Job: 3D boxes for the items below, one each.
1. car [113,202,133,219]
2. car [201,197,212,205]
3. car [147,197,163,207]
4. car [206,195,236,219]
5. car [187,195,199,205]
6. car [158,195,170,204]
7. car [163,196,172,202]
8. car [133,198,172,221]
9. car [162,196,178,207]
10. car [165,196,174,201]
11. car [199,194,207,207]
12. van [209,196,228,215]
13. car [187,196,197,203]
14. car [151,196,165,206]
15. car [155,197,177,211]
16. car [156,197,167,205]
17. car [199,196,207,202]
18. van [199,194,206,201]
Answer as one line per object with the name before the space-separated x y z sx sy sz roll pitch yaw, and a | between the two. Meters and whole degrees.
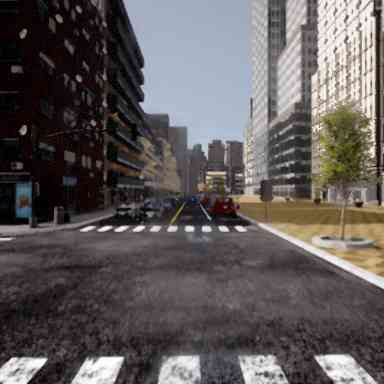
car | -5.694 1.553 29.210 2.008 1.369 4.403 0 0 0
car | 2.684 1.582 62.370 1.887 1.381 4.507 0 0 0
car | -5.696 1.567 51.315 1.887 1.381 4.507 0 0 0
car | 2.684 1.318 29.210 2.192 1.841 5.009 0 0 0
car | 0.099 1.386 59.508 2.097 1.767 4.553 0 0 0
car | -5.697 1.485 67.896 1.967 1.590 4.097 0 0 0
car | -5.697 1.588 78.780 1.752 1.417 4.829 0 0 0
car | -3.101 1.493 27.082 2.128 1.511 4.902 0 0 0
car | -3.092 1.496 47.554 1.882 1.535 5.008 0 0 0
car | -5.697 1.617 84.475 1.887 1.381 4.507 0 0 0
car | 2.683 1.338 51.316 2.192 1.841 5.009 0 0 0
van | 2.684 1.347 34.736 1.690 1.788 3.998 0 0 0
car | 0.002 1.547 69.403 1.837 1.490 4.892 0 0 0
car | -5.697 1.470 56.843 1.967 1.590 4.097 0 0 0
car | -3.103 1.555 37.266 2.033 1.411 5.357 0 0 0
car | -5.697 1.619 62.370 1.802 1.307 4.206 0 0 0
car | 2.683 1.588 79.120 1.752 1.417 4.829 0 0 0
van | 2.682 1.414 84.476 1.690 1.788 3.998 0 0 0
